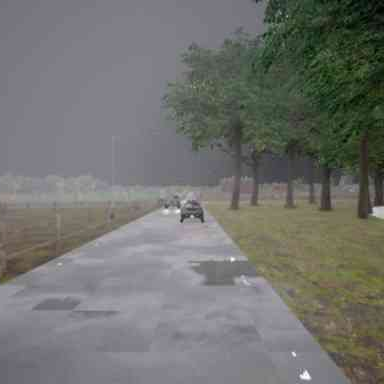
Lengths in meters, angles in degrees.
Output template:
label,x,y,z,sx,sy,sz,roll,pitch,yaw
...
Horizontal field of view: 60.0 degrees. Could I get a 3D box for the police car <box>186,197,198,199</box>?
label,x,y,z,sx,sy,sz,roll,pitch,yaw
police car,0.000,1.623,56.146,1.930,1.638,5.238,0,0,0

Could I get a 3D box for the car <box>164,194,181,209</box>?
label,x,y,z,sx,sy,sz,roll,pitch,yaw
car,-2.761,1.376,48.555,2.150,2.045,5.566,0,-1,0

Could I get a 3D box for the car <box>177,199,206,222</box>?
label,x,y,z,sx,sy,sz,roll,pitch,yaw
car,0.037,1.566,27.099,1.837,1.490,4.892,0,0,1
